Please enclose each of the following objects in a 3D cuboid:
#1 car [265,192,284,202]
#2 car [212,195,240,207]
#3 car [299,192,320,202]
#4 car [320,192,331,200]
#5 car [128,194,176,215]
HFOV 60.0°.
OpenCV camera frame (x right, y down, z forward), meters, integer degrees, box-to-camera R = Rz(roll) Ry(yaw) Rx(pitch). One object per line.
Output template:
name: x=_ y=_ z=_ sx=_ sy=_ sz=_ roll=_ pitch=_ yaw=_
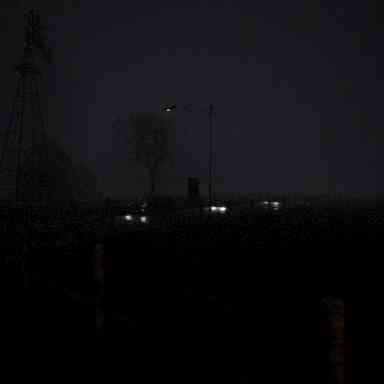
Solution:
car: x=13.197 y=0.795 z=52.506 sx=1.812 sy=1.442 sz=4.674 roll=1 pitch=1 yaw=36
car: x=4.088 y=1.036 z=39.815 sx=1.994 sy=1.385 sz=4.181 roll=1 pitch=1 yaw=35
car: x=18.947 y=0.800 z=54.370 sx=1.812 sy=1.442 sz=4.674 roll=1 pitch=2 yaw=35
car: x=24.746 y=0.710 z=62.554 sx=1.994 sy=1.385 sz=4.181 roll=1 pitch=1 yaw=36
car: x=-3.449 y=0.995 z=29.182 sx=2.097 sy=1.767 sz=4.553 roll=1 pitch=2 yaw=35
